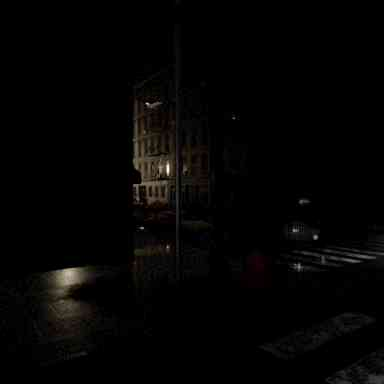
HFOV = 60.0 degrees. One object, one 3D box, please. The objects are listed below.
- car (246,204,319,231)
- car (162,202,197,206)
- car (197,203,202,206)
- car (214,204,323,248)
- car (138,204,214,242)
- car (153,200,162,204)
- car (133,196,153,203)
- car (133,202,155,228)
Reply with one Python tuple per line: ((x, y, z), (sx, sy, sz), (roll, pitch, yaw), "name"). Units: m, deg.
((5.735, 1.558, 21.528), (1.947, 1.339, 4.313), (0, 0, -35), "car")
((-0.545, 1.566, 30.345), (1.947, 1.339, 4.313), (0, 0, -35), "car")
((2.595, 1.578, 25.937), (1.802, 1.307, 4.206), (0, 0, -35), "car")
((3.482, 1.506, 15.056), (2.128, 1.511, 4.902), (0, 0, -34), "car")
((-0.708, 1.554, 16.741), (1.752, 1.417, 4.829), (0, 0, -35), "car")
((-3.783, 1.529, 34.893), (1.752, 1.417, 4.829), (0, 0, -35), "car")
((-5.790, 1.249, 28.253), (2.150, 2.045, 5.566), (0, 0, -35), "car")
((-3.947, 1.584, 21.289), (2.008, 1.369, 4.403), (0, 0, -35), "car")
